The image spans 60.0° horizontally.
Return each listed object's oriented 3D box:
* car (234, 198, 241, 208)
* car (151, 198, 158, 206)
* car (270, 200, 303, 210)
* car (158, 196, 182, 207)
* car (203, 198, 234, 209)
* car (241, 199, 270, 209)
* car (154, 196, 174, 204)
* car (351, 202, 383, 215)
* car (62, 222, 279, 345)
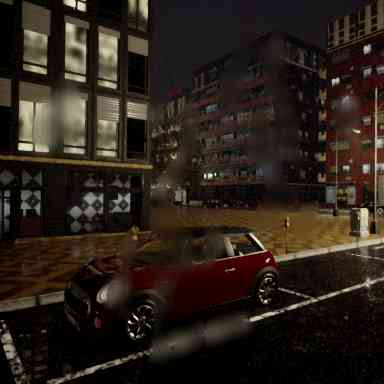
[{"bbox_3d":[6.783,1.725,55.225,1.967,1.590,4.097,1,-1,-35],"label":"car"},{"bbox_3d":[-6.607,1.763,59.661,1.887,1.381,4.507,1,-1,-35],"label":"car"},{"bbox_3d":[13.323,1.806,45.958,1.802,1.307,4.206,1,-1,-35],"label":"car"},{"bbox_3d":[-3.337,1.732,55.029,1.887,1.381,4.507,1,-1,-35],"label":"car"},{"bbox_3d":[3.204,1.677,45.763,2.008,1.369,4.403,1,-1,-35],"label":"car"},{"bbox_3d":[10.053,1.799,50.592,1.887,1.381,4.507,1,-1,-35],"label":"car"},{"bbox_3d":[-6.298,1.723,73.757,2.192,1.841,5.009,1,-1,-35],"label":"car"},{"bbox_3d":[19.864,1.729,36.694,1.947,1.339,4.313,1,-1,-35],"label":"car"},{"bbox_3d":[-0.268,1.441,6.351,4.097,1.590,1.967,0,1,-35],"label":"car"}]
